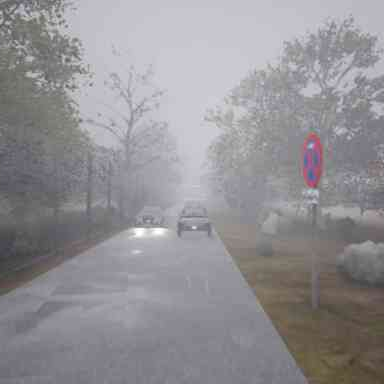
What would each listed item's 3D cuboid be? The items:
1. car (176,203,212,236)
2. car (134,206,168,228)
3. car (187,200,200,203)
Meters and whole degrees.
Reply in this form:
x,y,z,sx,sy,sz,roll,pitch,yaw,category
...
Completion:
x,y,z,sx,sy,sz,roll,pitch,yaw,category
0.124,1.600,19.175,2.128,1.511,4.902,0,-1,0,car
-2.812,1.713,23.420,1.994,1.385,4.181,0,-1,0,car
0.195,1.638,37.663,2.097,1.767,4.553,0,-1,0,car
